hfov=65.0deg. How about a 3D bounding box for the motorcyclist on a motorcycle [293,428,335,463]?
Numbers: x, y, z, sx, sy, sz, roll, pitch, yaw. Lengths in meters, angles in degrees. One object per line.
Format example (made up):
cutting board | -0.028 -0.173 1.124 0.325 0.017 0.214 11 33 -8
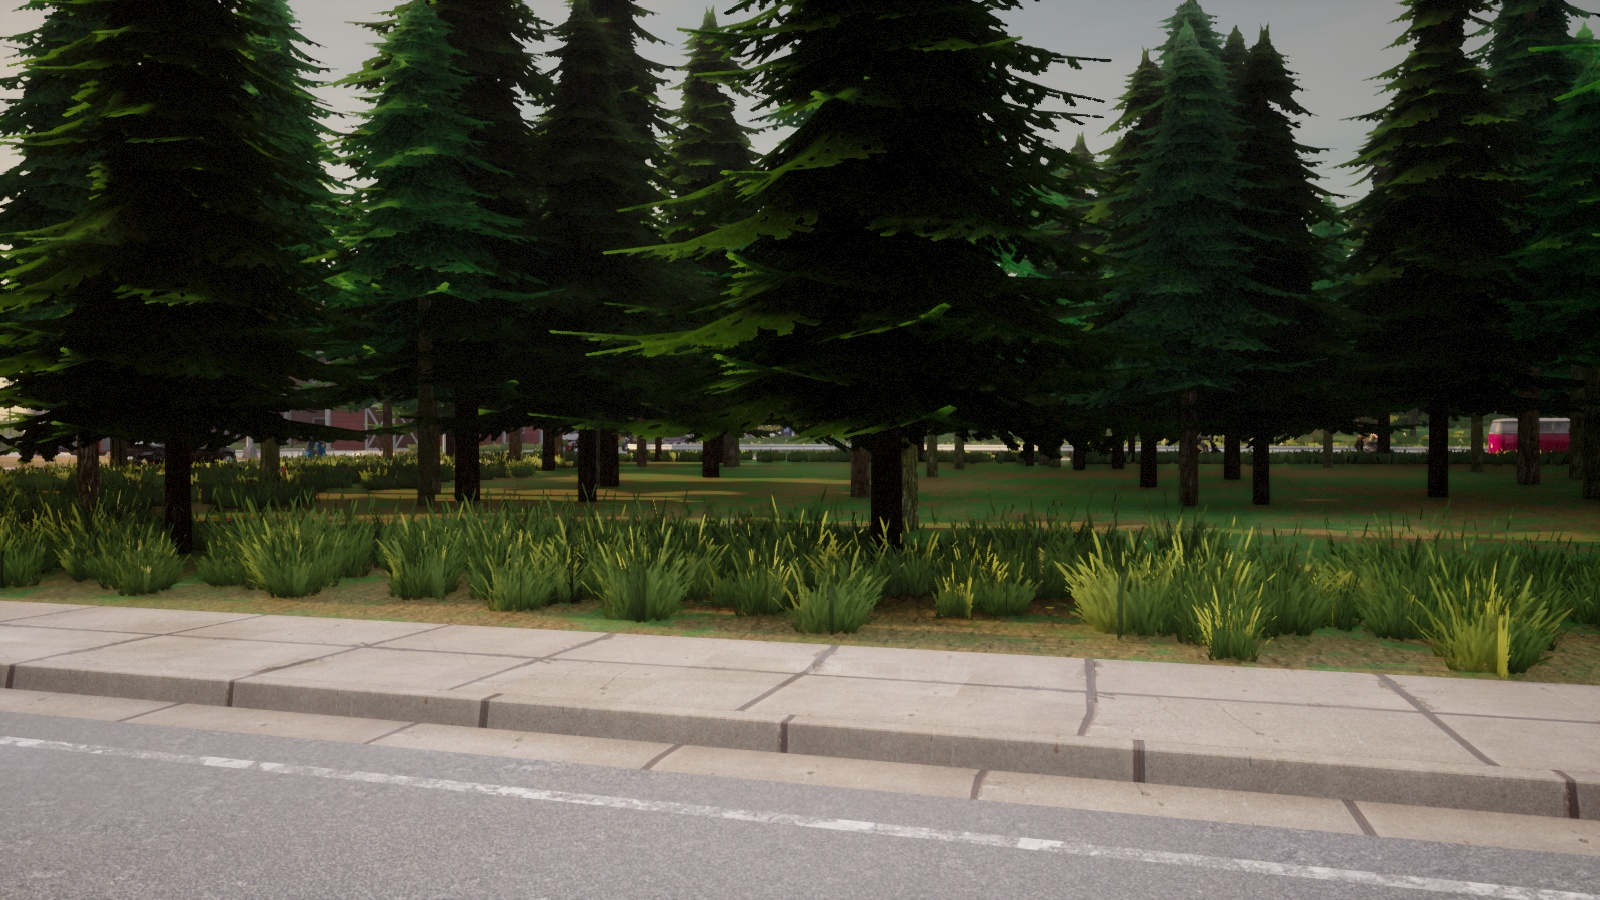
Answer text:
motorcyclist on a motorcycle | -22.381 -0.204 57.900 0.866 1.590 1.817 1 1 17

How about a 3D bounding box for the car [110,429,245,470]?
car | -24.790 -0.066 50.212 1.882 1.535 5.008 1 1 17

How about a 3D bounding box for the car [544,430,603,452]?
car | -16.113 -0.642 89.604 2.163 1.488 4.792 1 1 17

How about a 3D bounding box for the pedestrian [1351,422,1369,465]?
pedestrian | 24.316 -0.294 54.550 0.634 1.846 0.331 0 1 1

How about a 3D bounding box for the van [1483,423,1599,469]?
van | 33.020 -0.189 55.749 4.442 1.987 1.775 1 1 19

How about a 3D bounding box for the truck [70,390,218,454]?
truck | -40.800 -1.746 78.091 8.468 3.827 2.891 0 1 16
